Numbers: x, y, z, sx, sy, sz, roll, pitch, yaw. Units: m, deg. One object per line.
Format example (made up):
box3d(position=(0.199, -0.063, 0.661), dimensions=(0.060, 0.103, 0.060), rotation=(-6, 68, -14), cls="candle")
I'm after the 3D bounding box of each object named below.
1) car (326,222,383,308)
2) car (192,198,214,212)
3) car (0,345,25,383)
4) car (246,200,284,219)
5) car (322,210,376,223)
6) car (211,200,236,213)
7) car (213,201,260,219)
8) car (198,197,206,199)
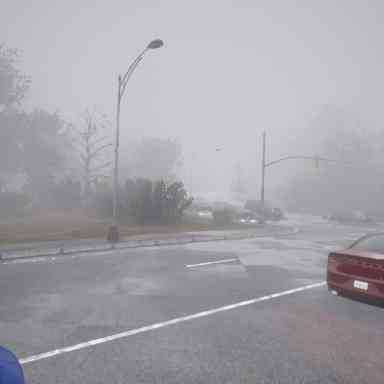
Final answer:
box3d(position=(5.041, 1.556, 7.383), dimensions=(5.008, 1.535, 1.882), rotation=(1, -1, -35), cls="car")
box3d(position=(1.282, 2.012, 45.714), dimensions=(1.895, 1.301, 4.718), rotation=(3, 1, -18), cls="car")
box3d(position=(-3.415, 1.481, 1.304), dimensions=(5.008, 1.535, 1.882), rotation=(0, 0, -36), cls="car")
box3d(position=(7.986, 1.932, 37.704), dimensions=(2.150, 2.045, 5.566), rotation=(3, -1, -22), cls="car")
box3d(position=(16.405, 2.560, 34.968), dimensions=(2.033, 1.411, 5.357), rotation=(3, -1, -27), cls="car")
box3d(position=(4.429, 2.046, 47.440), dimensions=(1.837, 1.490, 4.892), rotation=(3, 1, -17), cls="car")
box3d(position=(4.736, 2.108, 36.316), dimensions=(2.033, 1.411, 5.357), rotation=(3, -1, -23), cls="car")
box3d(position=(1.745, 1.696, 57.463), dimensions=(1.837, 1.490, 4.892), rotation=(2, 2, -13), cls="car")
